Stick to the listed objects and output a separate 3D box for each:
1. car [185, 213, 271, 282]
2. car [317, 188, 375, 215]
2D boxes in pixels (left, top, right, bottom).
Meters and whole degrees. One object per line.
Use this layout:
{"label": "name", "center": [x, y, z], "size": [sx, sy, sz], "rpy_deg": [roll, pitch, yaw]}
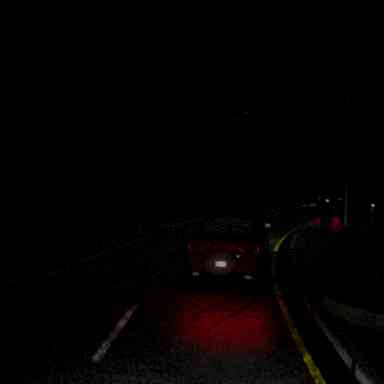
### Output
{"label": "car", "center": [1.202, 1.340, 9.594], "size": [1.882, 1.535, 5.008], "rpy_deg": [0, 2, 13]}
{"label": "car", "center": [12.142, 0.730, 26.552], "size": [5.566, 2.045, 2.150], "rpy_deg": [-1, 2, -40]}
